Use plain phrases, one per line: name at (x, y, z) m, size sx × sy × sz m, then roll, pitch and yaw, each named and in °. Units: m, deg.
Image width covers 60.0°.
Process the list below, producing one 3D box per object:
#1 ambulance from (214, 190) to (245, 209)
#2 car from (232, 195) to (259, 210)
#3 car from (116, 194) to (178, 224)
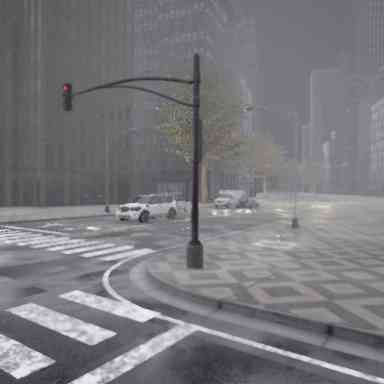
ambulance at (5.165, 0.943, 45.735) m, size 2.351 × 2.431 × 6.366 m, roll 1°, pitch 0°, yaw 29°
car at (7.251, 1.516, 43.062) m, size 1.994 × 1.385 × 4.181 m, roll 1°, pitch 0°, yaw 29°
car at (-3.260, 1.181, 25.364) m, size 2.150 × 2.045 × 5.566 m, roll 1°, pitch 0°, yaw 32°
